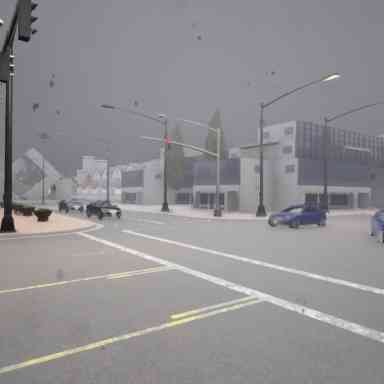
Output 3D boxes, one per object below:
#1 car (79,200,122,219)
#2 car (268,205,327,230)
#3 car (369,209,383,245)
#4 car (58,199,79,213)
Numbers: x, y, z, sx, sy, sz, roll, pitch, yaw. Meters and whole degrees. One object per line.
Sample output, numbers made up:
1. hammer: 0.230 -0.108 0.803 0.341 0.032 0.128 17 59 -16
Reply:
1. car: -7.743 1.501 28.912 2.128 1.511 4.902 1 0 -35
2. car: 7.063 1.617 21.963 4.674 1.442 1.812 1 0 -36
3. car: 9.754 1.559 15.872 1.882 1.535 5.008 -1 -1 21
4. car: -13.653 1.499 37.381 2.128 1.511 4.902 1 0 -35
